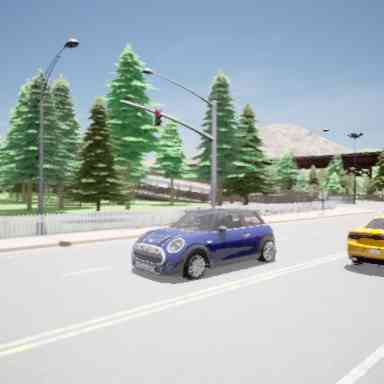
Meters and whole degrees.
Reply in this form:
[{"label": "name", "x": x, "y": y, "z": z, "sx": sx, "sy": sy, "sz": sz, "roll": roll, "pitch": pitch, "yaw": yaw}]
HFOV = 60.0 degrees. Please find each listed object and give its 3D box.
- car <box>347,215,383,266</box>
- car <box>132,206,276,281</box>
[{"label": "car", "x": 6.706, "y": 1.453, "z": 10.471, "sx": 5.008, "sy": 1.535, "sz": 1.882, "roll": 0, "pitch": 0, "yaw": -42}, {"label": "car", "x": 0.486, "y": 1.291, "z": 9.878, "sx": 4.553, "sy": 1.767, "sz": 2.097, "roll": 0, "pitch": 0, "yaw": -42}]
